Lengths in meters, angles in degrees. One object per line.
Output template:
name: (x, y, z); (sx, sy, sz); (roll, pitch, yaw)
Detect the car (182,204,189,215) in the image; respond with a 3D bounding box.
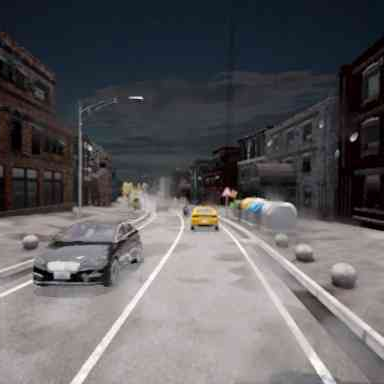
car: (-0.170, 2.222, 42.584); (1.994, 1.385, 4.181); (0, -1, -5)

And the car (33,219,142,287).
car: (-2.694, 1.571, 9.606); (2.128, 1.511, 4.902); (1, -1, 2)

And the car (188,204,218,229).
car: (0.840, 1.837, 24.425); (1.882, 1.535, 5.008); (0, -1, 0)

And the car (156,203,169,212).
car: (-4.715, 2.427, 53.408); (1.882, 1.535, 5.008); (0, -2, -8)
